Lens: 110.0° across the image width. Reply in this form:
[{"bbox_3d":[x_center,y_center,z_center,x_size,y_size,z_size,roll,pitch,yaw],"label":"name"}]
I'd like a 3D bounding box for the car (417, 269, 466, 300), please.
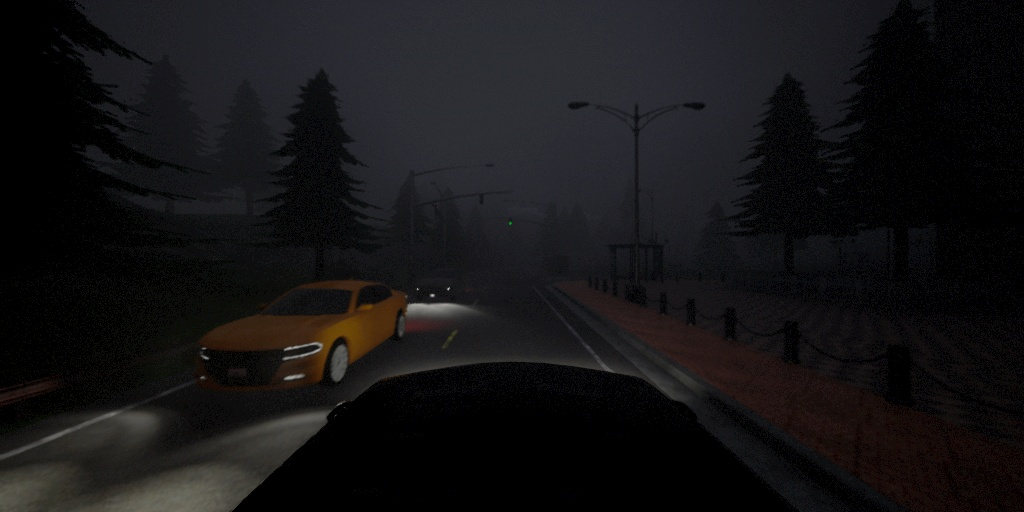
[{"bbox_3d":[-3.492,1.355,18.398,2.033,1.411,5.357,0,0,0],"label":"car"}]

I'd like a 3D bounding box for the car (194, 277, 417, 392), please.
[{"bbox_3d":[-3.583,1.246,7.183,1.882,1.535,5.008,0,0,0],"label":"car"}]
